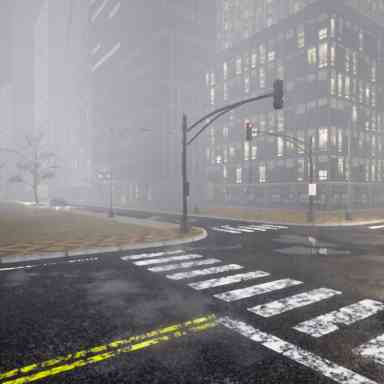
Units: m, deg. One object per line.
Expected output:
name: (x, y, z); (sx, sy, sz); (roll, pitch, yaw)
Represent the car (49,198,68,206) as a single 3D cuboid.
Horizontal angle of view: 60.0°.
car: (-21.749, 1.606, 54.191); (1.895, 1.301, 4.718); (0, 0, -35)
